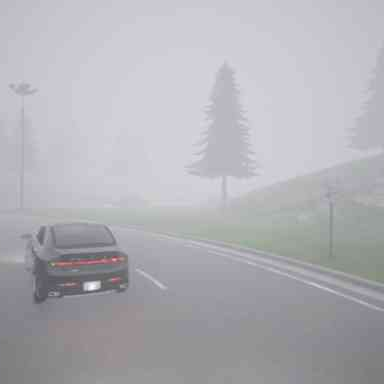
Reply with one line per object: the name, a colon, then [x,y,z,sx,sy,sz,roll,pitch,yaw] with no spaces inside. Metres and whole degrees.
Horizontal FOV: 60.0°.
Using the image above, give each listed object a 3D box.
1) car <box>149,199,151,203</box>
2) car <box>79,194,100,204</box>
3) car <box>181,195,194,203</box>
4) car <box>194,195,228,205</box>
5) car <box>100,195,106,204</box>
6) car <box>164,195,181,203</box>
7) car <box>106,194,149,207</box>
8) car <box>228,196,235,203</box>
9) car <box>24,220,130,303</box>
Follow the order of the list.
car: [-8.791,1.284,49.747,5.357,1.411,2.033,1,0,-41]
car: [-15.533,1.111,53.107,5.008,1.535,1.882,1,0,-41]
car: [0.762,1.433,62.777,4.718,1.301,1.895,1,0,-41]
car: [3.217,1.239,55.647,4.553,1.767,2.097,1,0,-41]
car: [-11.119,1.244,52.349,5.357,1.411,2.033,1,0,-41]
car: [-3.216,1.267,63.918,4.902,1.511,2.128,1,0,-41]
car: [-8.707,1.103,45.158,4.553,1.767,2.097,1,0,-41]
car: [6.065,1.412,62.757,4.892,1.490,1.837,1,0,-41]
car: [-2.969,1.440,8.199,1.837,1.490,4.892,1,0,-29]
